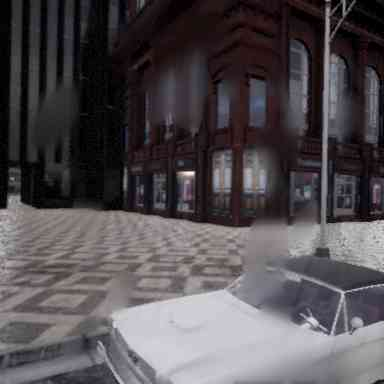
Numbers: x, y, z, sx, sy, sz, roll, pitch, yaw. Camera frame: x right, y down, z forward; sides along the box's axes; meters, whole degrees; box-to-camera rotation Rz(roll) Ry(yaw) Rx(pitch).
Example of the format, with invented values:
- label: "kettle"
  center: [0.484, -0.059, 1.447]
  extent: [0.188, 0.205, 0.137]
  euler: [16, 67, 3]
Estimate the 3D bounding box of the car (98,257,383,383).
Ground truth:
- label: "car"
  center: [1.347, 1.609, 4.167]
  extent: [4.718, 1.301, 1.895]
  euler: [1, 0, -31]
